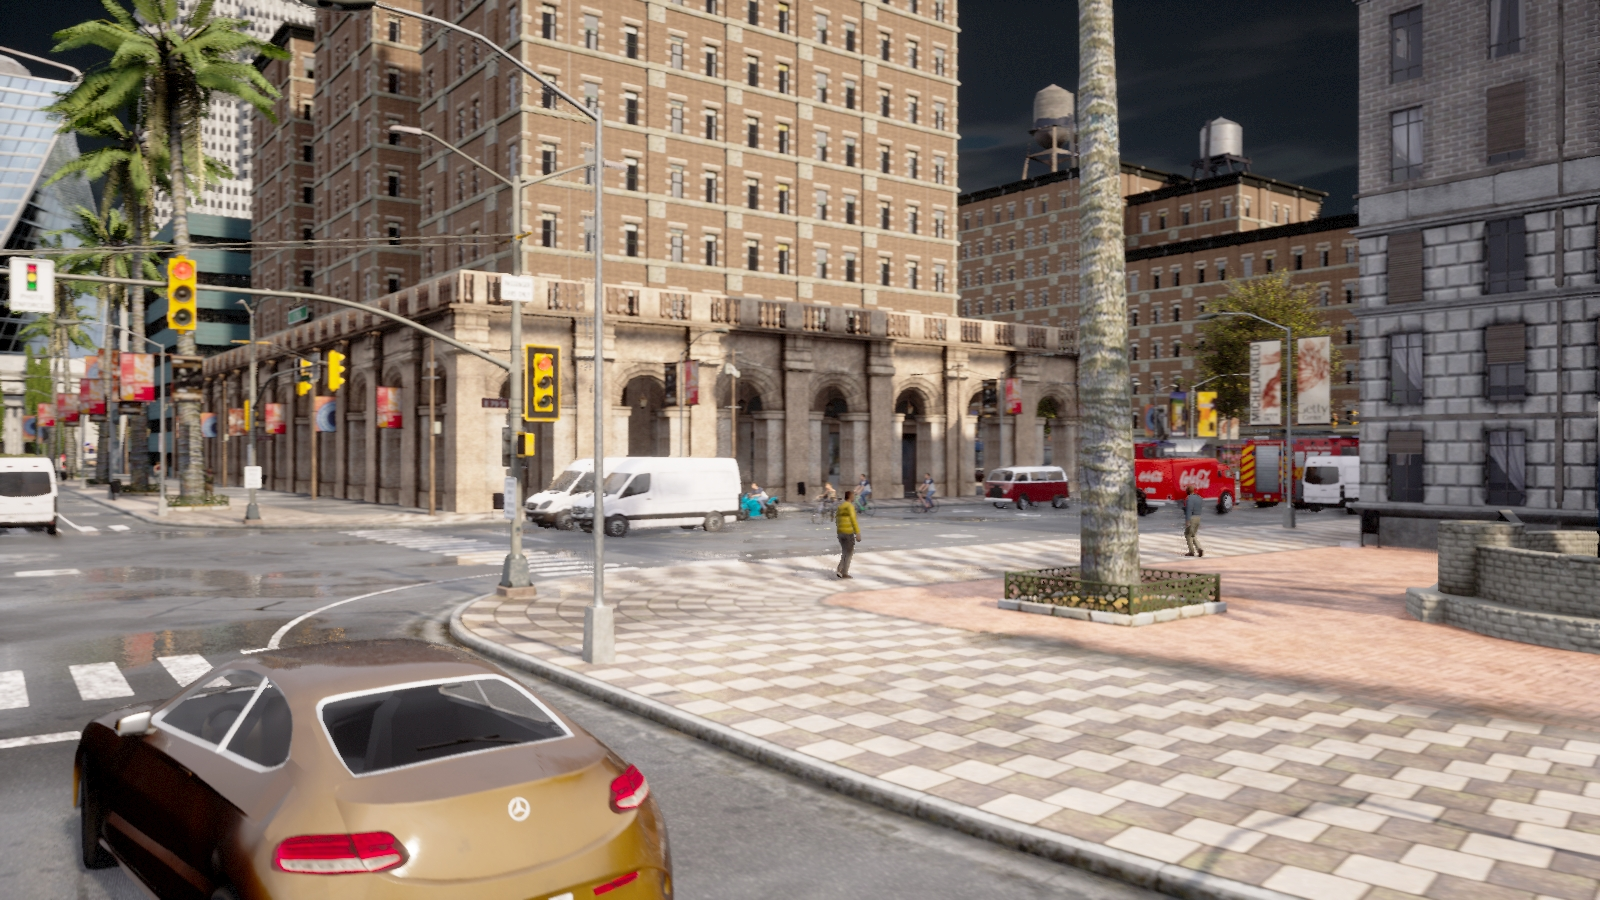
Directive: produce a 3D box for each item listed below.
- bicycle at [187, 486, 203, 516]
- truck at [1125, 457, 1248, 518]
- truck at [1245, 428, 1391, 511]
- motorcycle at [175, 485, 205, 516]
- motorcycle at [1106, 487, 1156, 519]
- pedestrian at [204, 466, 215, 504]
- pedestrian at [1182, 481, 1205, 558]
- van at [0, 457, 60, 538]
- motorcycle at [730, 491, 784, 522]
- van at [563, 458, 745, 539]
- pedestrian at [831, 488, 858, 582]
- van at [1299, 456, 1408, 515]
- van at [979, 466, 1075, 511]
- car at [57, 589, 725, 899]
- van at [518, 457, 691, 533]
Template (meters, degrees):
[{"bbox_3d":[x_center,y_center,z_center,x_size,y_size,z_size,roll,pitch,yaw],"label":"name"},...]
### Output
[{"bbox_3d":[-26.397,2.216,49.865,0.373,1.196,1.643,0,0,-36],"label":"bicycle"},{"bbox_3d":[17.137,1.599,50.600,5.204,2.467,2.627,-1,1,-37],"label":"truck"},{"bbox_3d":[25.875,0.912,56.837,8.468,3.827,2.891,0,0,-37],"label":"truck"},{"bbox_3d":[-26.771,2.215,50.111,0.867,1.251,2.209,0,0,-36],"label":"motorcycle"},{"bbox_3d":[13.994,2.222,48.264,2.209,1.251,0.867,0,0,-36],"label":"motorcycle"},{"bbox_3d":[-28.907,1.708,55.889,0.375,1.860,0.375,0,0,43],"label":"pedestrian"},{"bbox_3d":[9.717,1.706,28.191,0.375,1.860,0.375,0,0,-21],"label":"pedestrian"},{"bbox_3d":[-26.831,1.541,39.277,1.988,2.561,5.915,0,0,-36],"label":"van"},{"bbox_3d":[-1.698,2.226,45.382,2.033,1.145,0.803,0,0,-36],"label":"motorcycle"},{"bbox_3d":[-4.873,1.546,38.709,5.915,2.561,1.988,0,0,-36],"label":"van"},{"bbox_3d":[0.902,1.703,23.134,0.375,1.860,0.375,0,0,-40],"label":"pedestrian"},{"bbox_3d":[25.436,1.556,52.387,5.915,2.561,1.988,0,0,-37],"label":"van"},{"bbox_3d":[10.890,1.801,54.698,4.480,2.038,2.069,0,0,-37],"label":"van"},{"bbox_3d":[-2.862,1.994,7.042,2.152,1.651,5.027,0,0,-42],"label":"car"},{"bbox_3d":[-7.040,1.546,41.519,5.915,2.561,1.988,0,0,-35],"label":"van"}]
